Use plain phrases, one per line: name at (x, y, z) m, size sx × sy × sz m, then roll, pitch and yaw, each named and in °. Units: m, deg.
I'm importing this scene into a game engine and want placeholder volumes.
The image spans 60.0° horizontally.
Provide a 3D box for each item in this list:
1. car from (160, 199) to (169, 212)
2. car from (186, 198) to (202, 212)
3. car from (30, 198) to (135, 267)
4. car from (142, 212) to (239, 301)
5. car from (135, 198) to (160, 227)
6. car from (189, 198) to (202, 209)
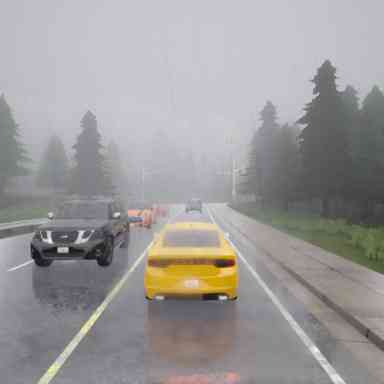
car at (-3.450, 1.451, 32.473) m, size 2.097 × 1.767 × 4.553 m, roll 0°, pitch 0°, yaw 1°
car at (0.224, 1.668, 39.012) m, size 2.033 × 1.411 × 5.357 m, roll 0°, pitch 0°, yaw 2°
car at (-3.628, 1.253, 11.928) m, size 2.150 × 2.045 × 5.566 m, roll 0°, pitch 0°, yaw -2°
car at (-0.011, 1.498, 8.451) m, size 1.882 × 1.535 × 5.008 m, roll 0°, pitch 0°, yaw 0°
car at (-3.589, 1.417, 22.222) m, size 2.097 × 1.767 × 4.553 m, roll 0°, pitch 0°, yaw 0°
car at (0.607, 1.659, 49.405) m, size 1.837 × 1.490 × 4.892 m, roll 0°, pitch 0°, yaw 2°
